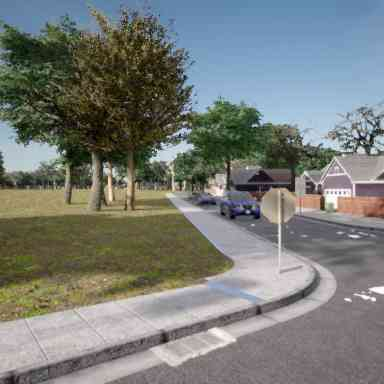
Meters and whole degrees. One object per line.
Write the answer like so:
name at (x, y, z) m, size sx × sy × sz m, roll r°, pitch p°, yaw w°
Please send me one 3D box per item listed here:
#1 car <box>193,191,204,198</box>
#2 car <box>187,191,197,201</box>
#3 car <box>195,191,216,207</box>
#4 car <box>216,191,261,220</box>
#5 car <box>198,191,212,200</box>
car at (1.381, 0.516, 74.573) m, size 1.837 × 1.490 × 4.892 m, roll -1°, pitch 1°, yaw -6°
car at (0.191, 0.828, 59.367) m, size 1.812 × 1.442 × 4.674 m, roll -1°, pitch 1°, yaw -6°
car at (1.869, 1.004, 42.221) m, size 1.882 × 1.535 × 5.008 m, roll -1°, pitch 1°, yaw -6°
car at (3.575, 0.966, 25.635) m, size 2.150 × 2.045 × 5.566 m, roll -1°, pitch 1°, yaw -6°
car at (2.507, 0.669, 64.561) m, size 2.128 × 1.511 × 4.902 m, roll -1°, pitch 1°, yaw -6°
